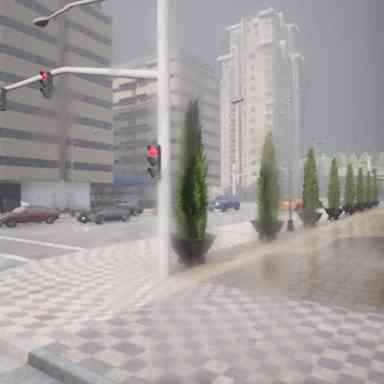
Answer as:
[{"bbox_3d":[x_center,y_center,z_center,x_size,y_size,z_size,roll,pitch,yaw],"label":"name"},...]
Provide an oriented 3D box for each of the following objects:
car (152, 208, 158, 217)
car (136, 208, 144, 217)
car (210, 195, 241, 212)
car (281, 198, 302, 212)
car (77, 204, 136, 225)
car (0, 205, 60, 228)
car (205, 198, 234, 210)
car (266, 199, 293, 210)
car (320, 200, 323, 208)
[{"bbox_3d":[-2.020,1.734,32.776,1.994,1.385,4.181,0,0,36],"label":"car"},{"bbox_3d":[-6.901,1.791,31.890,1.895,1.301,4.718,0,0,35],"label":"car"},{"bbox_3d":[4.076,1.392,41.598,2.150,2.045,5.566,0,0,35],"label":"car"},{"bbox_3d":[12.540,1.481,41.212,2.097,1.767,4.553,0,0,35],"label":"car"},{"bbox_3d":[-6.785,1.735,25.902,1.994,1.385,4.181,0,0,35],"label":"car"},{"bbox_3d":[-12.056,1.716,24.392,1.812,1.442,4.674,0,0,35],"label":"car"},{"bbox_3d":[3.995,1.695,47.605,1.837,1.490,4.892,0,0,35],"label":"car"},{"bbox_3d":[12.545,1.696,47.380,2.033,1.411,5.357,0,0,35],"label":"car"},{"bbox_3d":[17.804,1.606,48.865,1.882,1.535,5.008,0,0,35],"label":"car"}]
